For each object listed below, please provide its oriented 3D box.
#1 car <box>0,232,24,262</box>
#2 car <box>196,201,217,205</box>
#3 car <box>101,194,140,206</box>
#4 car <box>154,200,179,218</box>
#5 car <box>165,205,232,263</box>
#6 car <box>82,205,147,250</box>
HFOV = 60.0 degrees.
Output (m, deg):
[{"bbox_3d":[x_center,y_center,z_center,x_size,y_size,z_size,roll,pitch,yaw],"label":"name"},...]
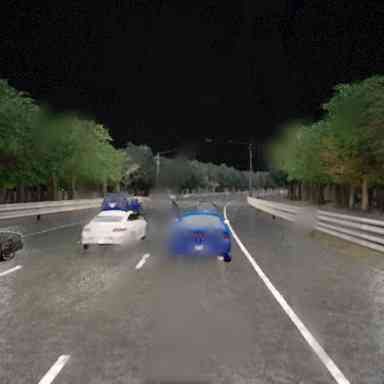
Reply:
[{"bbox_3d":[-6.779,1.516,8.988,2.033,1.411,5.357,0,0,2],"label":"car"},{"bbox_3d":[1.272,1.500,28.929,1.994,1.385,4.181,0,0,4],"label":"car"},{"bbox_3d":[-5.841,1.150,27.831,2.150,2.045,5.566,0,0,4],"label":"car"},{"bbox_3d":[-2.187,1.457,29.606,1.812,1.442,4.674,0,0,4],"label":"car"},{"bbox_3d":[0.329,1.443,11.913,1.882,1.535,5.008,0,0,2],"label":"car"},{"bbox_3d":[-3.093,1.483,13.932,1.812,1.442,4.674,0,0,2],"label":"car"}]
